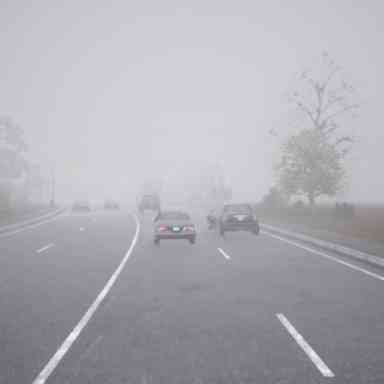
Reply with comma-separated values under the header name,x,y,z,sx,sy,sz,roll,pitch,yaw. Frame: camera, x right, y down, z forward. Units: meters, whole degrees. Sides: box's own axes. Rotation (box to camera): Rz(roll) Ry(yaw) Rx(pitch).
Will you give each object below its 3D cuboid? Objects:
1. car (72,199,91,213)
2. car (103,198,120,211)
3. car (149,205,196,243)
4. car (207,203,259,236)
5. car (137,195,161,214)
name,x,y,z,sx,sy,sz,roll,pitch,yaw
car,-13.019,1.558,39.332,1.882,1.535,5.008,0,0,-17
car,-10.463,1.563,42.971,1.882,1.535,5.008,0,0,-18
car,-0.945,1.576,16.197,2.033,1.411,5.357,0,0,-7
car,2.182,1.379,18.909,2.097,1.767,4.553,0,0,-7
car,-4.838,1.291,36.811,2.150,2.045,5.566,0,0,-14
